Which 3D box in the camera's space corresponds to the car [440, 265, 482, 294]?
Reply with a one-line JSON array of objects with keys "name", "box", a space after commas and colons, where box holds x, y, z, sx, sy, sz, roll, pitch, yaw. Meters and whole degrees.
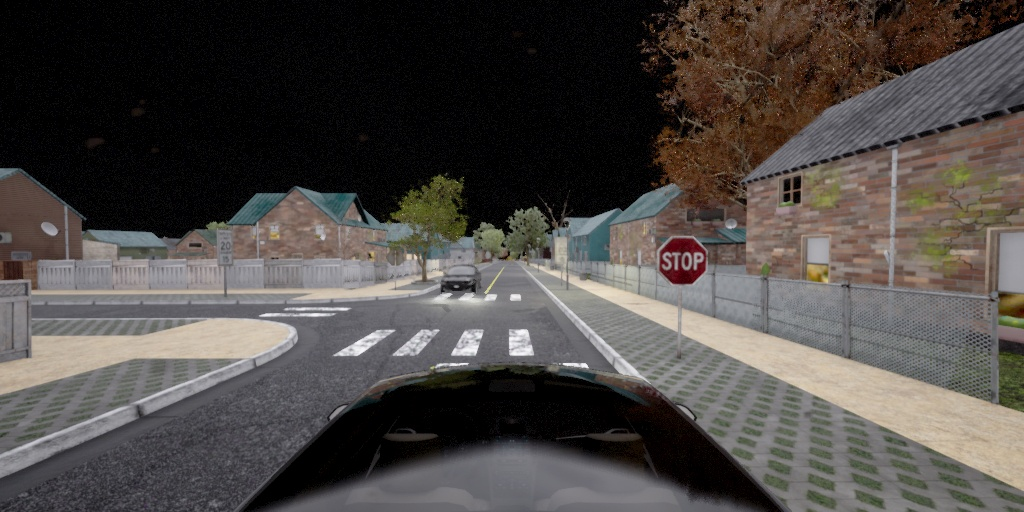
[{"name": "car", "box": [-2.779, 1.243, 20.402, 1.882, 1.535, 5.008, 0, 0, 0]}]
